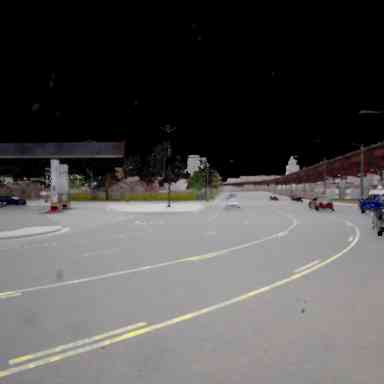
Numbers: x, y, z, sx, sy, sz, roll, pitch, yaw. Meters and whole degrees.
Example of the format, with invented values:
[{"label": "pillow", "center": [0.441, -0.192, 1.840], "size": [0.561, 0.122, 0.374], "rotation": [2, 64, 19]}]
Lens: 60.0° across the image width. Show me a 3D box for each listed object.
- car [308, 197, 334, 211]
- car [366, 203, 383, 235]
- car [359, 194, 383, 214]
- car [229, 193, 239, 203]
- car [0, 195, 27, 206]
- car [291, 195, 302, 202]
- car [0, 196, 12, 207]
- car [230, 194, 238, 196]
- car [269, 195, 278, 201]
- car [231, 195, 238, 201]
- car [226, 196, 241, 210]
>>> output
[{"label": "car", "center": [15.813, 1.368, 40.987], "size": [2.097, 1.767, 4.553], "rotation": [0, 0, 8]}, {"label": "car", "center": [11.035, 1.534, 18.273], "size": [2.033, 1.411, 5.357], "rotation": [0, 0, 24]}, {"label": "car", "center": [18.266, 1.204, 32.452], "size": [2.150, 2.045, 5.566], "rotation": [0, 0, 8]}, {"label": "car", "center": [9.837, 1.370, 77.841], "size": [2.150, 2.045, 5.566], "rotation": [0, 0, 7]}, {"label": "car", "center": [-31.744, 1.628, 59.097], "size": [4.611, 1.667, 2.242], "rotation": [0, 0, 7]}, {"label": "car", "center": [23.675, 1.561, 75.665], "size": [1.837, 1.490, 4.892], "rotation": [0, 0, 7]}, {"label": "car", "center": [-31.686, 1.774, 53.301], "size": [3.806, 1.475, 1.970], "rotation": [0, 0, 7]}, {"label": "car", "center": [7.795, 1.468, 61.966], "size": [2.097, 1.767, 4.553], "rotation": [0, 0, 8]}, {"label": "car", "center": [21.878, 1.630, 89.340], "size": [1.812, 1.442, 4.674], "rotation": [0, 0, 7]}, {"label": "car", "center": [11.819, 1.651, 93.491], "size": [1.882, 1.535, 5.008], "rotation": [0, 0, 7]}, {"label": "car", "center": [5.672, 1.612, 45.610], "size": [1.812, 1.442, 4.674], "rotation": [0, 0, 7]}]
